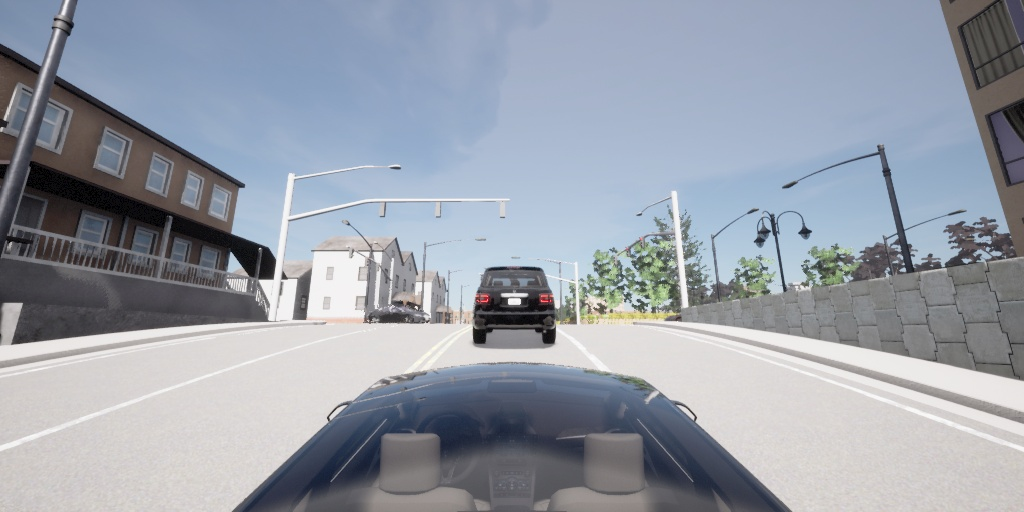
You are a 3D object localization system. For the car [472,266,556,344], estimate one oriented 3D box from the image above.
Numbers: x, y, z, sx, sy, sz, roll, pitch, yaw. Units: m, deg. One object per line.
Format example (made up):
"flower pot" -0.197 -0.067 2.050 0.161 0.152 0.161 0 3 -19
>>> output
"car" 0.063 1.501 11.168 2.150 2.045 5.566 0 -7 0

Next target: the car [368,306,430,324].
"car" -8.555 4.570 27.233 4.902 1.511 2.128 -4 -14 19

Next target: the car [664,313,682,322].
"car" 15.866 5.450 31.711 4.553 1.767 2.097 0 -12 1
